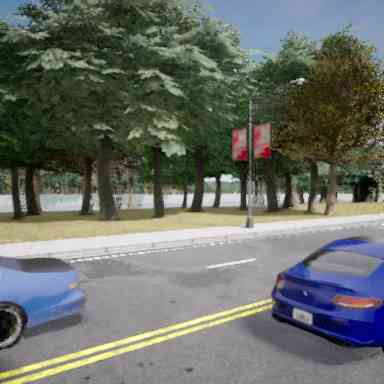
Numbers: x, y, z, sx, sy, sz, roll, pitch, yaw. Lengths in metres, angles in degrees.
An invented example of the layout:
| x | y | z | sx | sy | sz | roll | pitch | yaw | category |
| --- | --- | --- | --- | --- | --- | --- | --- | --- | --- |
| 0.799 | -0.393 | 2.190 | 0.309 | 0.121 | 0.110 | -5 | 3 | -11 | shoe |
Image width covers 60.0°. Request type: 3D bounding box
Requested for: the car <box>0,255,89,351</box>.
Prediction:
| x | y | z | sx | sy | sz | roll | pitch | yaw | category |
| --- | --- | --- | --- | --- | --- | --- | --- | --- | --- |
| -4.298 | 1.549 | 4.616 | 5.357 | 1.411 | 2.033 | 0 | 0 | -35 | car |

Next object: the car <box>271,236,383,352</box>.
| x | y | z | sx | sy | sz | roll | pitch | yaw | category |
| --- | --- | --- | --- | --- | --- | --- | --- | --- | --- |
| 3.375 | 1.519 | 5.858 | 4.674 | 1.442 | 1.812 | 0 | 0 | -36 | car |
